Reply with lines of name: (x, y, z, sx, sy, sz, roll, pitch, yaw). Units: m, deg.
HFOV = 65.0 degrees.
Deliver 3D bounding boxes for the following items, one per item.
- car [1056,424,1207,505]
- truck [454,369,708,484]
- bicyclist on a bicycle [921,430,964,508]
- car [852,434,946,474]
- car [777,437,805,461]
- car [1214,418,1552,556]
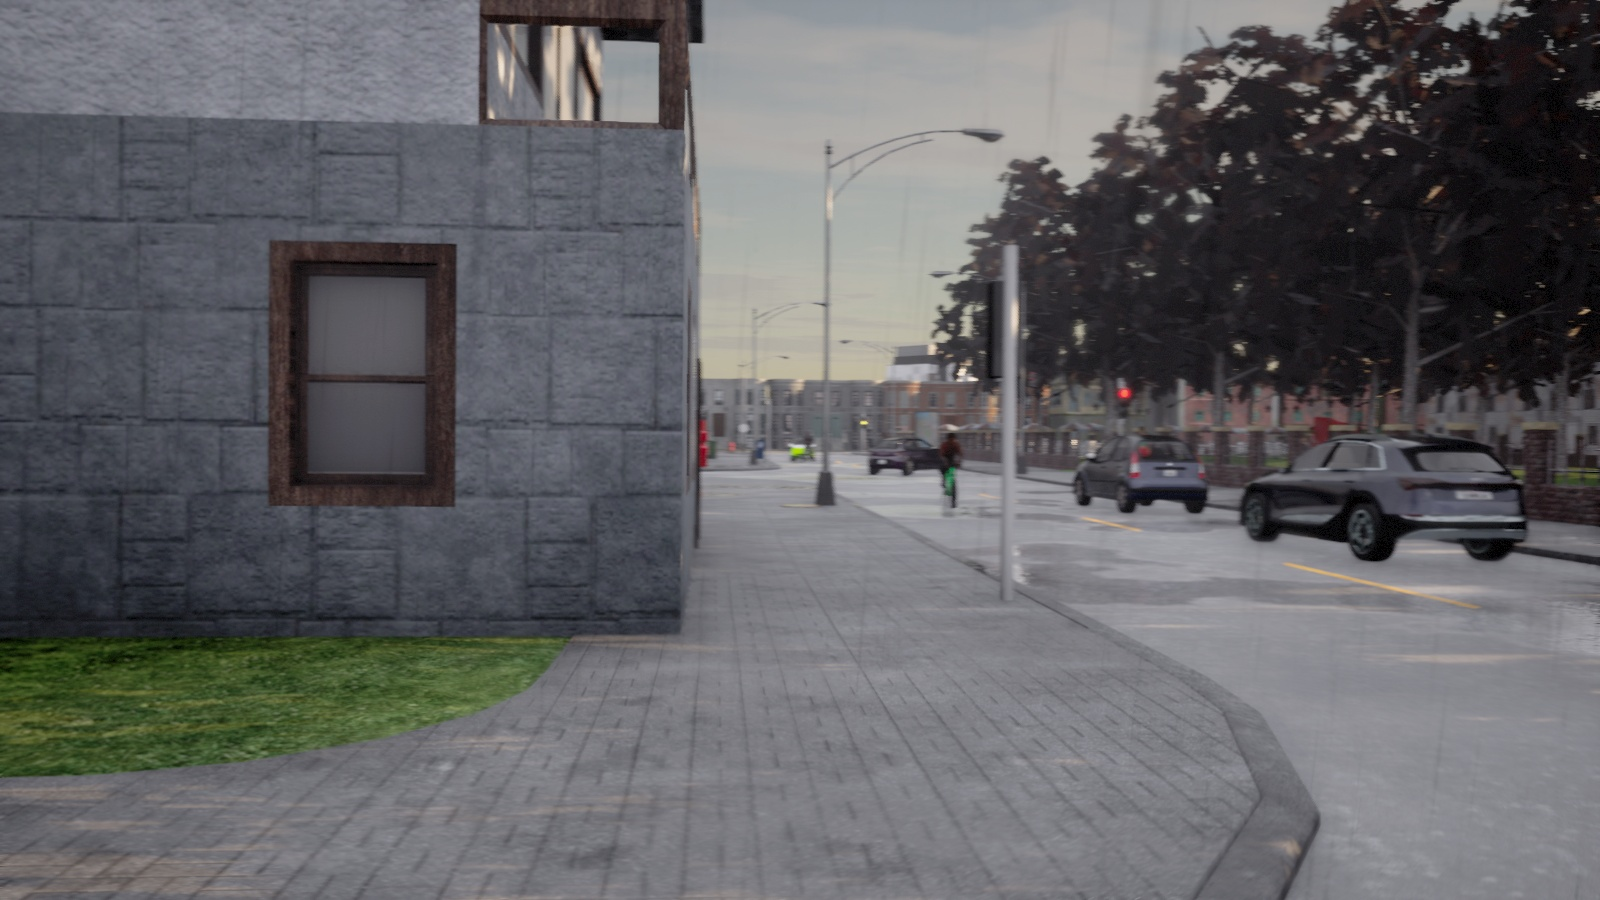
car: (7.093, 0.271, 27.308, 1.851, 1.617, 3.988, -1, 1, -6)
truck: (-7.514, -0.830, 44.082, 8.468, 3.827, 2.891, -1, 1, -4)
bicyclist on a bicycle: (3.042, 0.378, 26.941, 0.582, 1.620, 1.656, -1, 1, -5)
car: (3.951, 0.145, 49.487, 1.816, 1.474, 4.193, 0, 1, 34)
car: (-0.530, -0.053, 72.669, 1.481, 1.376, 2.207, -1, 0, -4)
car: (7.871, 0.415, 17.626, 2.033, 1.649, 4.856, -1, 1, -7)
